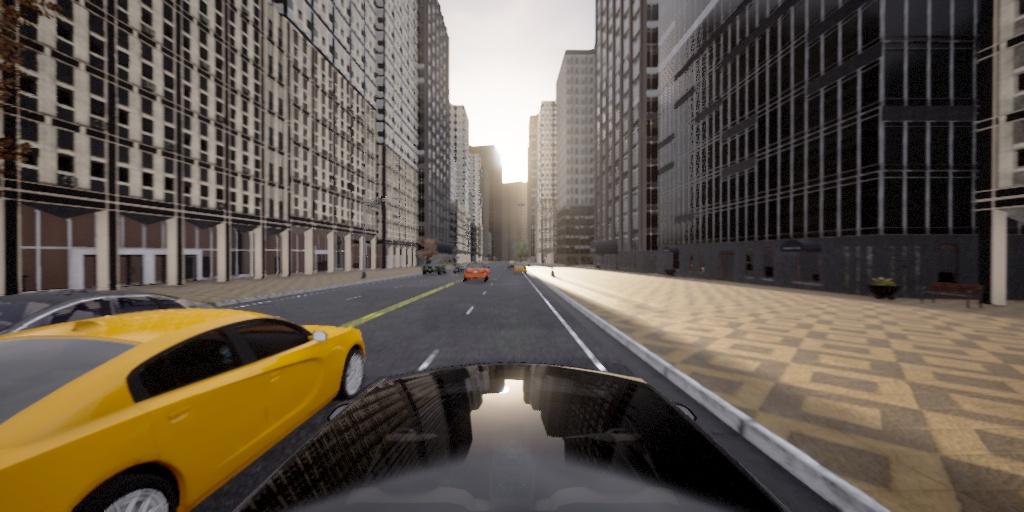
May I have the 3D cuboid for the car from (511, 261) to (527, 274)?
[{"bbox_3d":[1.139,1.648,50.357,1.801,1.575,5.366,0,-1,0],"label":"car"}]

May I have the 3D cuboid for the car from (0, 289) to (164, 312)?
[{"bbox_3d":[-6.600,1.272,5.039,2.128,1.511,4.902,0,-1,0],"label":"car"}]

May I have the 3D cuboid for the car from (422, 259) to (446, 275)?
[{"bbox_3d":[-9.822,1.372,45.744,2.150,2.045,5.566,0,-1,0],"label":"car"}]

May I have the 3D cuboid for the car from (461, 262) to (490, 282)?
[{"bbox_3d":[-3.149,1.387,33.158,2.097,1.767,4.553,0,-1,0],"label":"car"}]

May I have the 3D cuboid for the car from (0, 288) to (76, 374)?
[{"bbox_3d":[-9.852,1.323,4.586,2.033,1.411,5.357,0,-1,0],"label":"car"}]

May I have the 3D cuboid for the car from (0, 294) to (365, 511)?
[{"bbox_3d":[-3.151,1.243,3.471,1.882,1.535,5.008,0,0,0],"label":"car"}]

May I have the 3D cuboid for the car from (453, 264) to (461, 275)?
[{"bbox_3d":[-6.567,1.730,47.450,1.994,1.385,4.181,0,-1,0],"label":"car"}]
